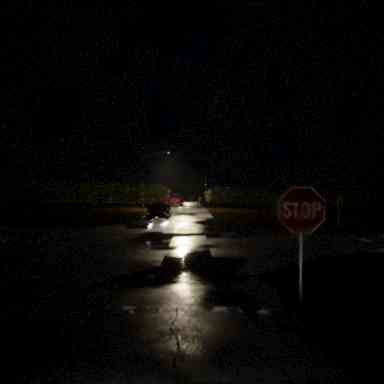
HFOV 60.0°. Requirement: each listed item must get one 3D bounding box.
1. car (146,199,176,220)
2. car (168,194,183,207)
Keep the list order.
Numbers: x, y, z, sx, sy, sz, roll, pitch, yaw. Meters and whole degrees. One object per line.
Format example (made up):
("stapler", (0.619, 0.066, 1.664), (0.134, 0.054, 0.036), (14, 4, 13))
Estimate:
("car", (-2.715, 1.573, 28.322), (2.033, 1.411, 5.357), (0, 0, 0))
("car", (-2.667, 1.315, 55.097), (2.150, 2.045, 5.566), (0, 0, 0))
